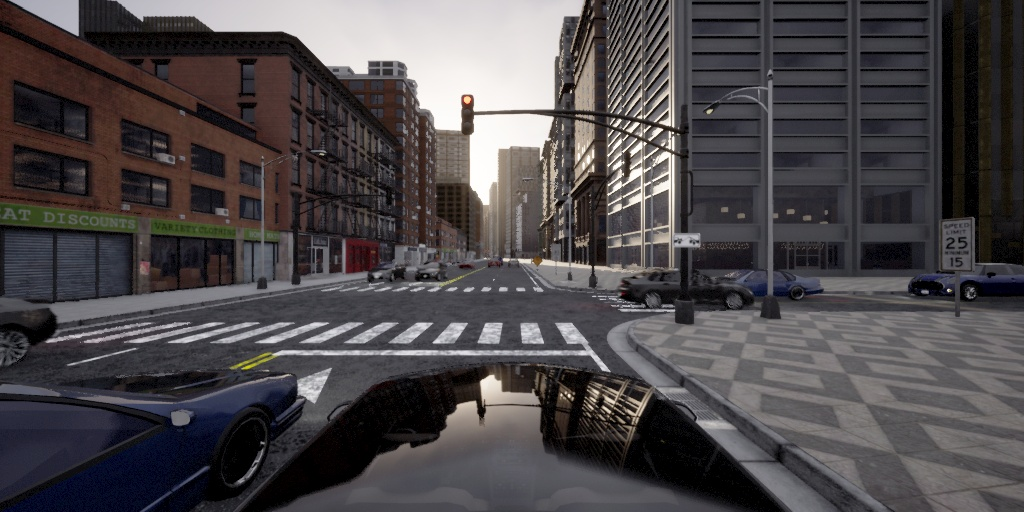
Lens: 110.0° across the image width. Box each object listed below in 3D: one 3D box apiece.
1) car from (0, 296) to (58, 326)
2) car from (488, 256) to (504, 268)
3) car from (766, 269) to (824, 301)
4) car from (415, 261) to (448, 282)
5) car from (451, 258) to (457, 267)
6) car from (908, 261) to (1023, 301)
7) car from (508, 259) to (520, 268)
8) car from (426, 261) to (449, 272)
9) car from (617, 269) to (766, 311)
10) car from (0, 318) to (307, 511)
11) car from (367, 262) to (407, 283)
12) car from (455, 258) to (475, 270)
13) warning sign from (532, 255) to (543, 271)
[{"bbox_3d":[-9.839,1.241,4.924,2.128,1.511,4.902,0,0,0],"label":"car"},{"bbox_3d":[-2.950,1.067,61.659,2.097,1.767,4.553,0,0,1],"label":"car"},{"bbox_3d":[11.523,1.311,17.017,5.357,1.411,2.033,0,0,1],"label":"car"},{"bbox_3d":[-6.511,1.248,29.196,1.837,1.490,4.892,0,0,-1],"label":"car"},{"bbox_3d":[-9.539,1.059,63.711,2.033,1.411,5.357,0,0,0],"label":"car"},{"bbox_3d":[21.784,1.120,16.941,4.553,1.767,2.097,0,0,1],"label":"car"},{"bbox_3d":[0.304,1.206,61.276,2.128,1.511,4.902,0,0,0],"label":"car"},{"bbox_3d":[-9.692,1.329,47.005,1.895,1.301,4.718,0,0,0],"label":"car"},{"bbox_3d":[6.660,1.261,13.994,4.892,1.490,1.837,0,1,4],"label":"car"},{"bbox_3d":[-3.150,1.297,1.392,2.033,1.411,5.357,0,0,0],"label":"car"},{"bbox_3d":[-9.758,1.235,28.318,2.128,1.511,4.902,0,0,0],"label":"car"},{"bbox_3d":[-6.420,1.325,51.322,1.895,1.301,4.718,0,0,0],"label":"car"},{"bbox_3d":[2.988,0.848,42.157,1.300,1.860,1.060,0,0,0],"label":"warning sign"}]
